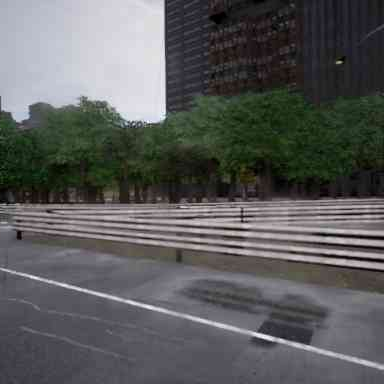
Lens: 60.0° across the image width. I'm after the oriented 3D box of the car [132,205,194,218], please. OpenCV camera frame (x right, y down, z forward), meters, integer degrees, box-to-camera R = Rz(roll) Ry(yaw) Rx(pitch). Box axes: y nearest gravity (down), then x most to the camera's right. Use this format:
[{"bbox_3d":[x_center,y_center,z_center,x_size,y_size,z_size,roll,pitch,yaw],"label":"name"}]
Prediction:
[{"bbox_3d":[-1.910,1.591,21.934,4.181,1.385,1.994,-1,-1,12],"label":"car"}]
